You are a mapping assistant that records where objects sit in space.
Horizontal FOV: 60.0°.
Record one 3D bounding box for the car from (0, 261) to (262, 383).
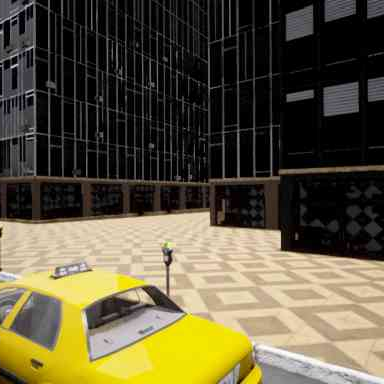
[{"bbox_3d":[-1.618,1.526,4.021,4.829,1.417,1.752,0,0,35],"label":"car"}]
